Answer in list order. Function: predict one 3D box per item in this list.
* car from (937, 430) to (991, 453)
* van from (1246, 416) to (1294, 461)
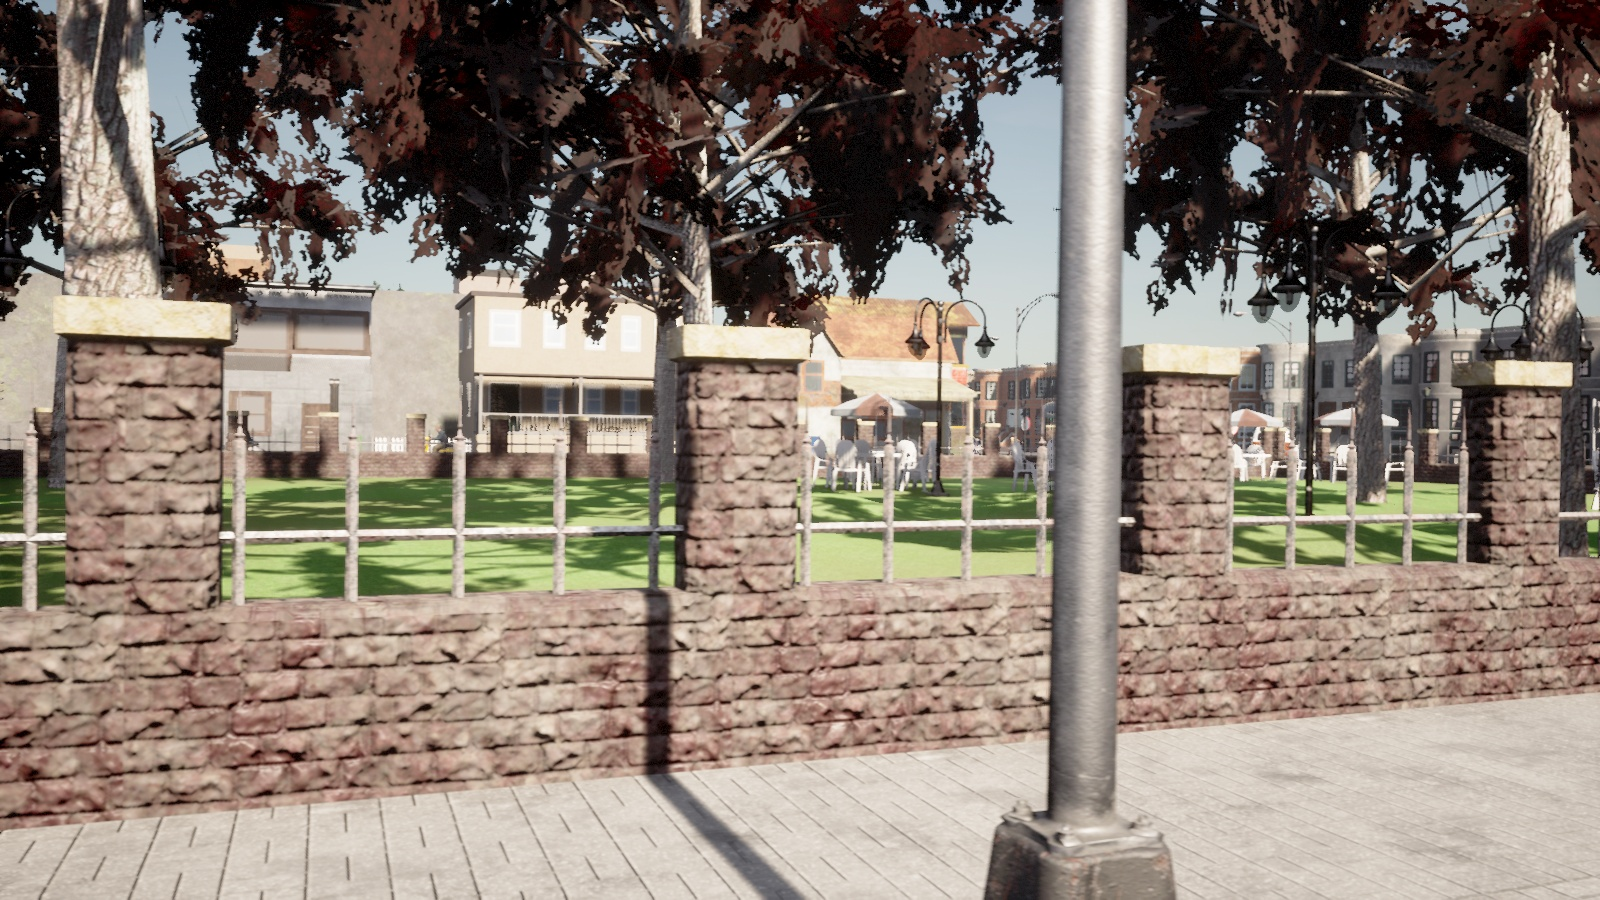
[{"bbox_3d":[10.877,-0.589,83.623,1.970,1.475,3.806,-1,1,-21],"label":"car"},{"bbox_3d":[22.554,-0.569,60.176,2.069,2.038,4.480,1,1,21],"label":"van"}]
